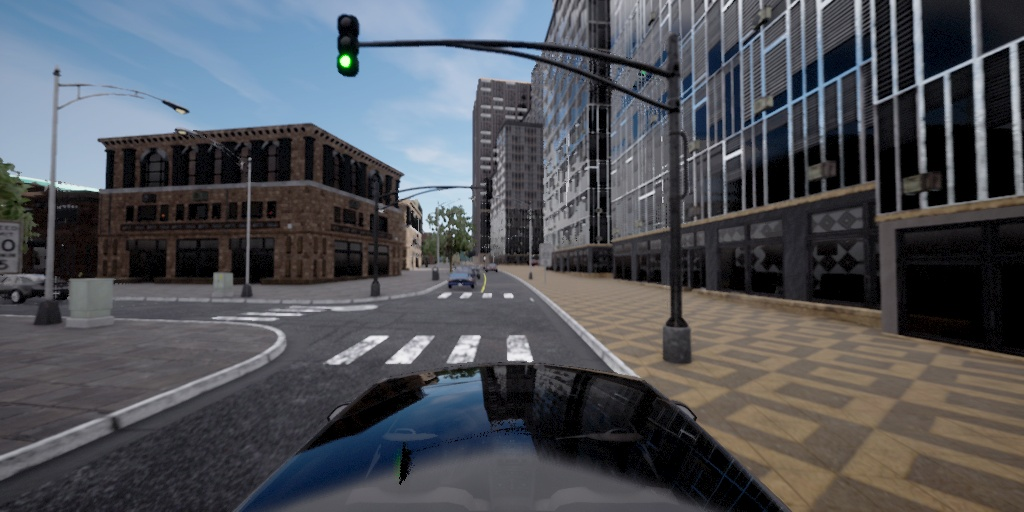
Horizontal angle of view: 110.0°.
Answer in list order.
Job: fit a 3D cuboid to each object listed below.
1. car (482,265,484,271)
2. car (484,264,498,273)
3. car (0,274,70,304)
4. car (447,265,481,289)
[{"bbox_3d":[-4.221,1.694,36.756,1.994,1.385,4.181,0,-1,-3],"label":"car"},{"bbox_3d":[-3.257,1.900,57.171,2.033,1.411,5.357,0,-1,-7],"label":"car"},{"bbox_3d":[-24.133,1.561,17.633,4.403,1.370,2.007,0,0,9],"label":"car"},{"bbox_3d":[-3.572,1.566,26.478,2.033,1.411,5.357,0,-1,-3],"label":"car"}]
